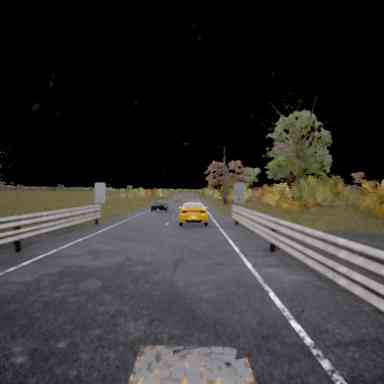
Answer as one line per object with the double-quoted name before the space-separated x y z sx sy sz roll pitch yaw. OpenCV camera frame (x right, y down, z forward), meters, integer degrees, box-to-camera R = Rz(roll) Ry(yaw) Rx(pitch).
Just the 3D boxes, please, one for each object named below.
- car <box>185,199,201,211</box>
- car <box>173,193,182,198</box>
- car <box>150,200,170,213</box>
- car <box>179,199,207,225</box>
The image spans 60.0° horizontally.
"car" 0.103 1.606 42.459 1.895 1.301 4.718 0 0 0
"car" -3.496 0.973 79.352 2.097 1.767 4.553 0 0 0
"car" -3.593 1.606 37.786 1.895 1.301 4.718 0 0 0
"car" 0.101 1.481 24.117 1.882 1.535 5.008 0 0 0
